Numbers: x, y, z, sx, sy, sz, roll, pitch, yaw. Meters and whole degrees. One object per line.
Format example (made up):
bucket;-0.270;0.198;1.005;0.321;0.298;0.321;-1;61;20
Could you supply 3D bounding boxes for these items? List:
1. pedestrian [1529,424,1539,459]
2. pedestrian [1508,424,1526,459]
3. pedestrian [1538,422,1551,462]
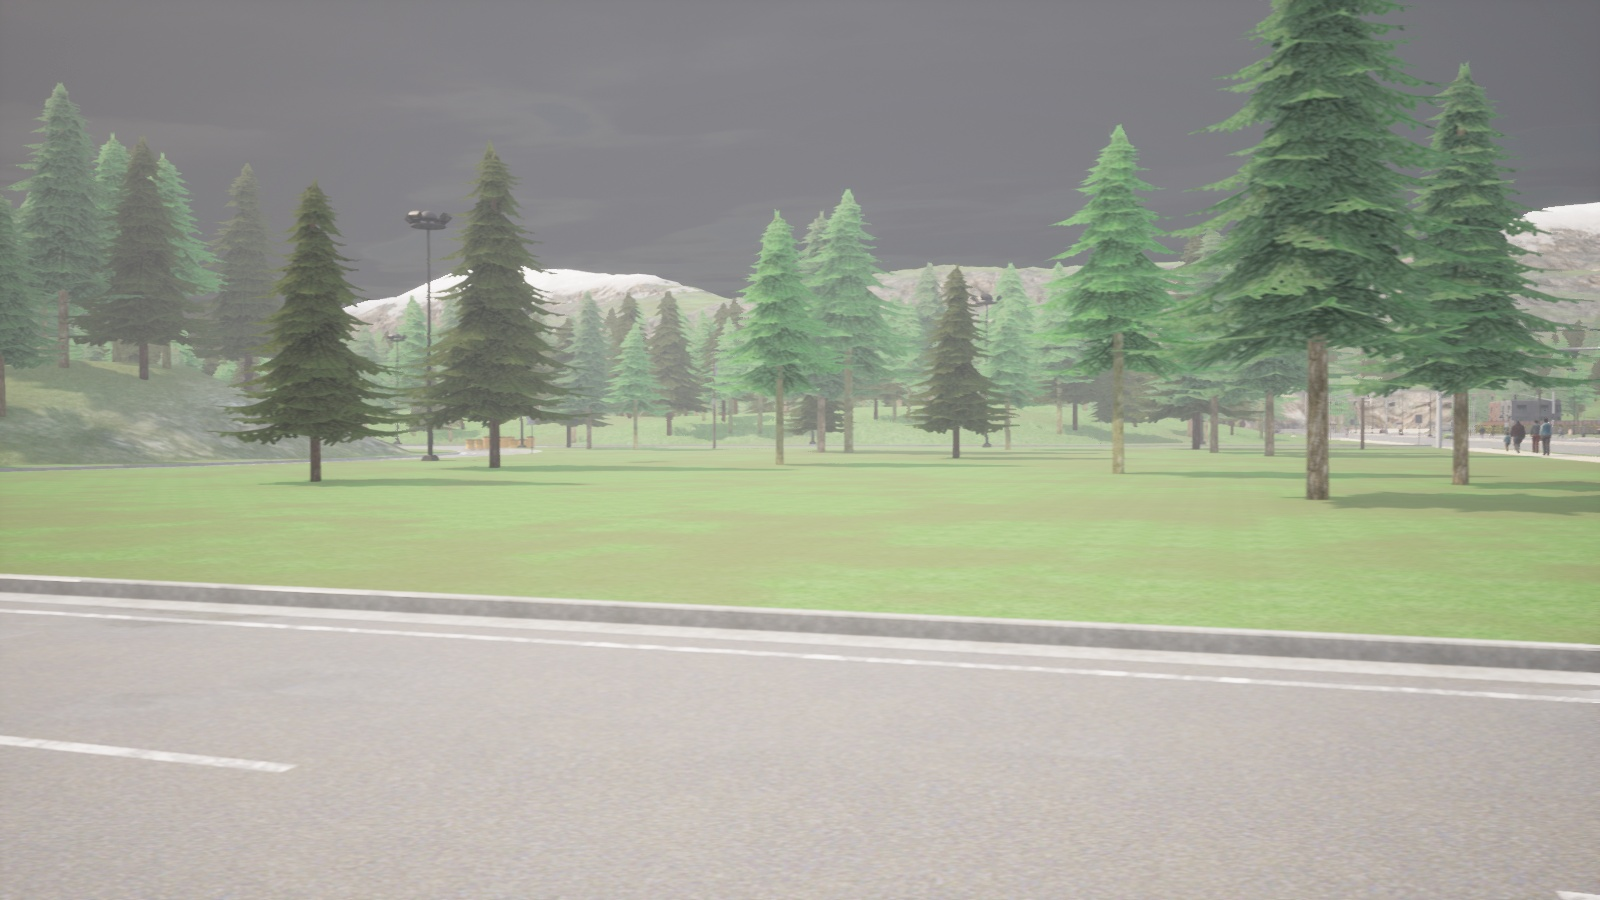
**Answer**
pedestrian;38.919;-0.455;66.590;0.353;1.847;0.614;1;1;19
pedestrian;38.029;-0.458;66.628;0.634;1.844;0.899;1;1;19
pedestrian;36.220;-0.377;61.107;0.396;1.930;0.692;1;1;21
